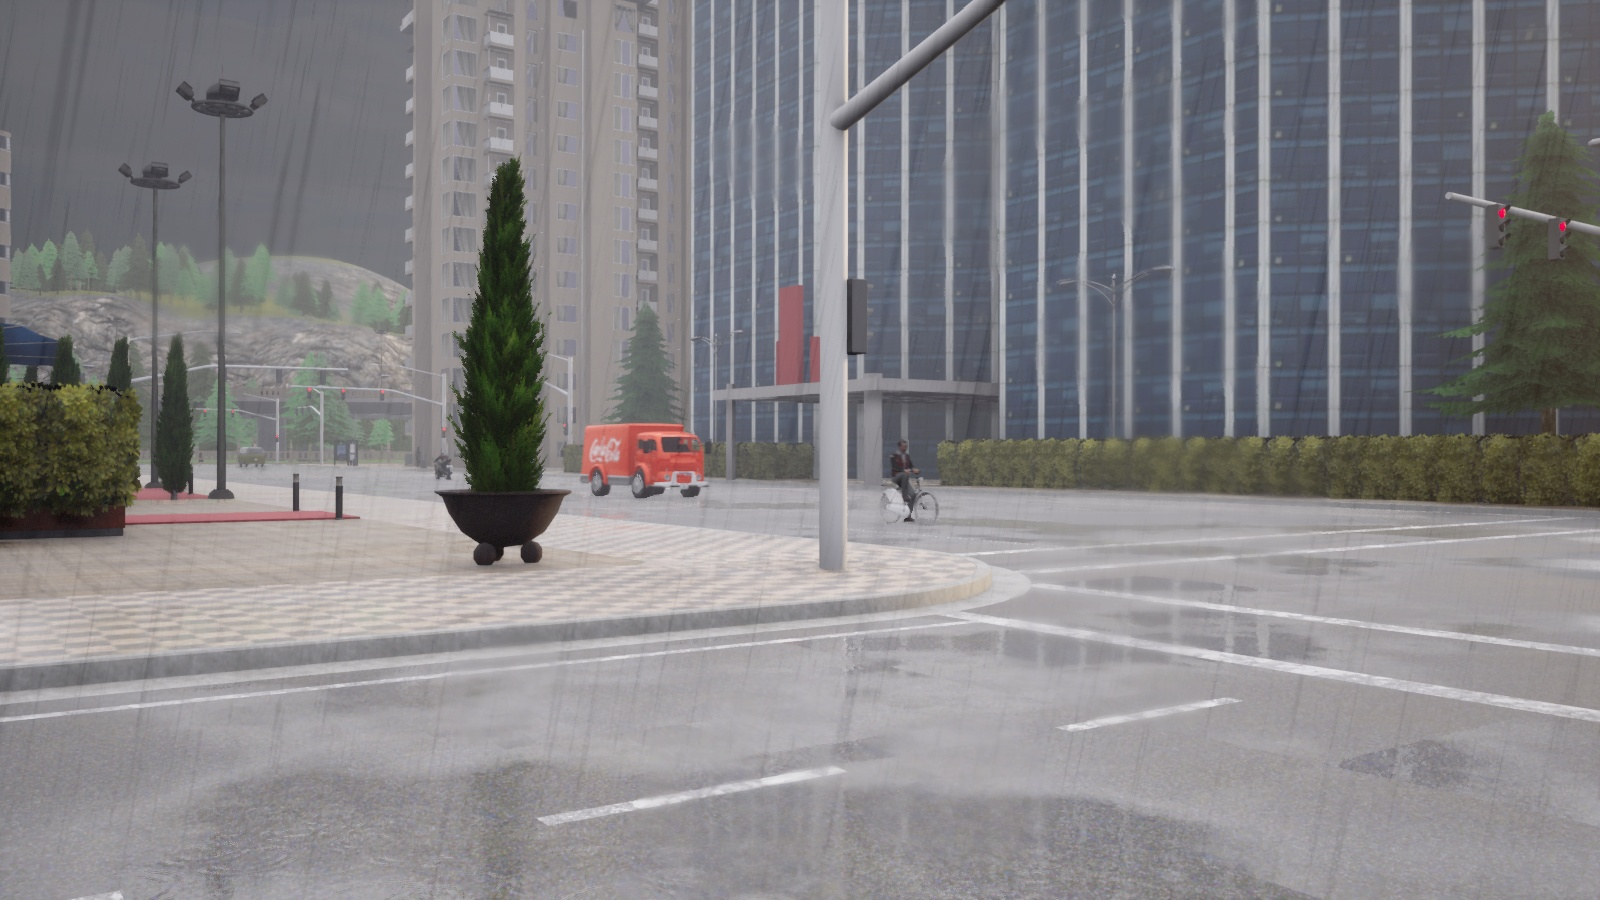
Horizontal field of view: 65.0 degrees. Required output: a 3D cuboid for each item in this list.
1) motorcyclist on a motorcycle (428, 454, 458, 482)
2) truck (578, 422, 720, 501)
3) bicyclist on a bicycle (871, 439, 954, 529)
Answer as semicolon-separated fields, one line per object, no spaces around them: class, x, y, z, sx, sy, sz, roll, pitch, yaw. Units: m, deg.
motorcyclist on a motorcycle;-19.588;0.990;68.870;0.866;1.530;2.191;0;0;-35
truck;-5.177;0.373;42.395;2.627;2.467;5.204;0;0;-35
bicyclist on a bicycle;2.288;0.673;25.758;0.659;1.776;1.843;0;0;-35
